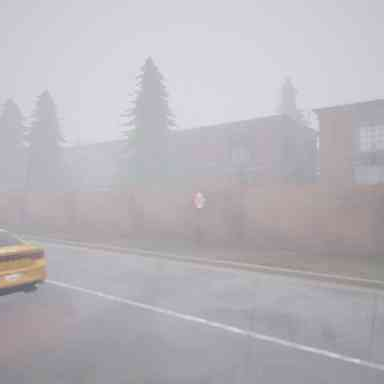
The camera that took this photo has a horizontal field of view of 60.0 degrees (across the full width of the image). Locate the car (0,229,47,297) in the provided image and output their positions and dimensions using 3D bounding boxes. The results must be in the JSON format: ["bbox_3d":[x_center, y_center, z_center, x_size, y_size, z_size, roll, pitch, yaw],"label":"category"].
[{"bbox_3d":[-5.531,1.600,8.056,5.008,1.535,1.882,-2,-1,36],"label":"car"}]
